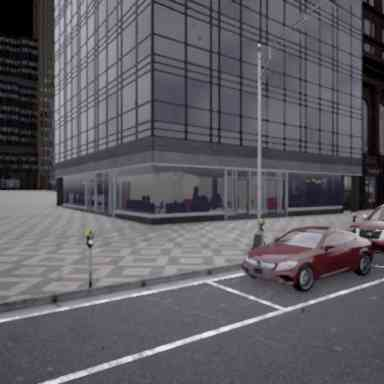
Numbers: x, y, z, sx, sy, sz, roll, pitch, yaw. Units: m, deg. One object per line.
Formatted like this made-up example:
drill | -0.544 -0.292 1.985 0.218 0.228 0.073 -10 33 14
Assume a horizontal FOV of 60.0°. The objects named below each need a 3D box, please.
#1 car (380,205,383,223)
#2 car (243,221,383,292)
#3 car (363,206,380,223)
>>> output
car | 7.406 1.254 8.625 5.566 2.045 2.150 0 0 -35
car | 3.251 1.604 8.946 4.206 1.307 1.802 0 0 -35
car | 7.677 1.354 12.085 5.009 1.841 2.192 0 0 -35
